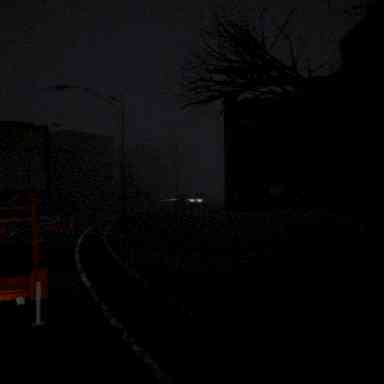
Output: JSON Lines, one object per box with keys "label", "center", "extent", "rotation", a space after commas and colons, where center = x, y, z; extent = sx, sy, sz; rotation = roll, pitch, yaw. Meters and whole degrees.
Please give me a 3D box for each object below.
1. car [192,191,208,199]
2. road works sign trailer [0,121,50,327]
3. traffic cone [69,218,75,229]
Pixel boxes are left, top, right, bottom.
{"label": "car", "center": [1.560, 0.581, 65.385], "extent": [1.882, 1.535, 5.008], "rotation": [0, 1, 23]}
{"label": "road works sign trailer", "center": [-4.017, 0.437, 6.428], "extent": [2.380, 3.560, 2.880], "rotation": [-2, 1, -21]}
{"label": "traffic cone", "center": [-6.918, 1.798, 19.174], "extent": [0.340, 0.580, 0.340], "rotation": [-1, 1, -19]}
